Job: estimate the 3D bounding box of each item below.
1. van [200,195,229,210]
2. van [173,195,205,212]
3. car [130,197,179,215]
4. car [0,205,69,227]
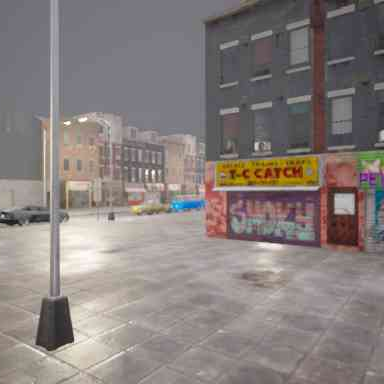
[{"bbox_3d":[2.826,1.230,40.540,1.690,1.788,3.998,0,0,36],"label":"van"},{"bbox_3d":[-0.470,1.245,35.939,1.690,1.788,3.998,0,0,36],"label":"van"},{"bbox_3d":[-3.666,1.445,31.476,1.752,1.417,4.829,0,0,36],"label":"car"},{"bbox_3d":[-10.357,1.518,22.134,1.947,1.339,4.313,0,0,36],"label":"car"}]
